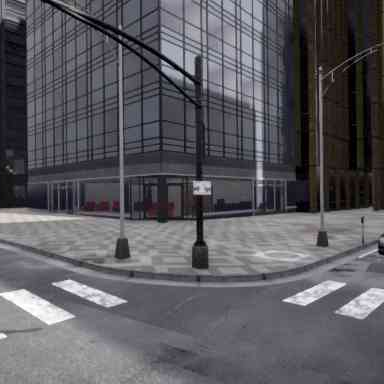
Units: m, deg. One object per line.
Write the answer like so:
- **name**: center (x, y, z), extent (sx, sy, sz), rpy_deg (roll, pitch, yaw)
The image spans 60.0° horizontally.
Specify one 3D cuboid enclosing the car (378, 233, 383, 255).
- **car**: center (8.617, 1.703, 12.988), extent (1.802, 1.307, 4.206), rpy_deg (-2, -1, 43)
